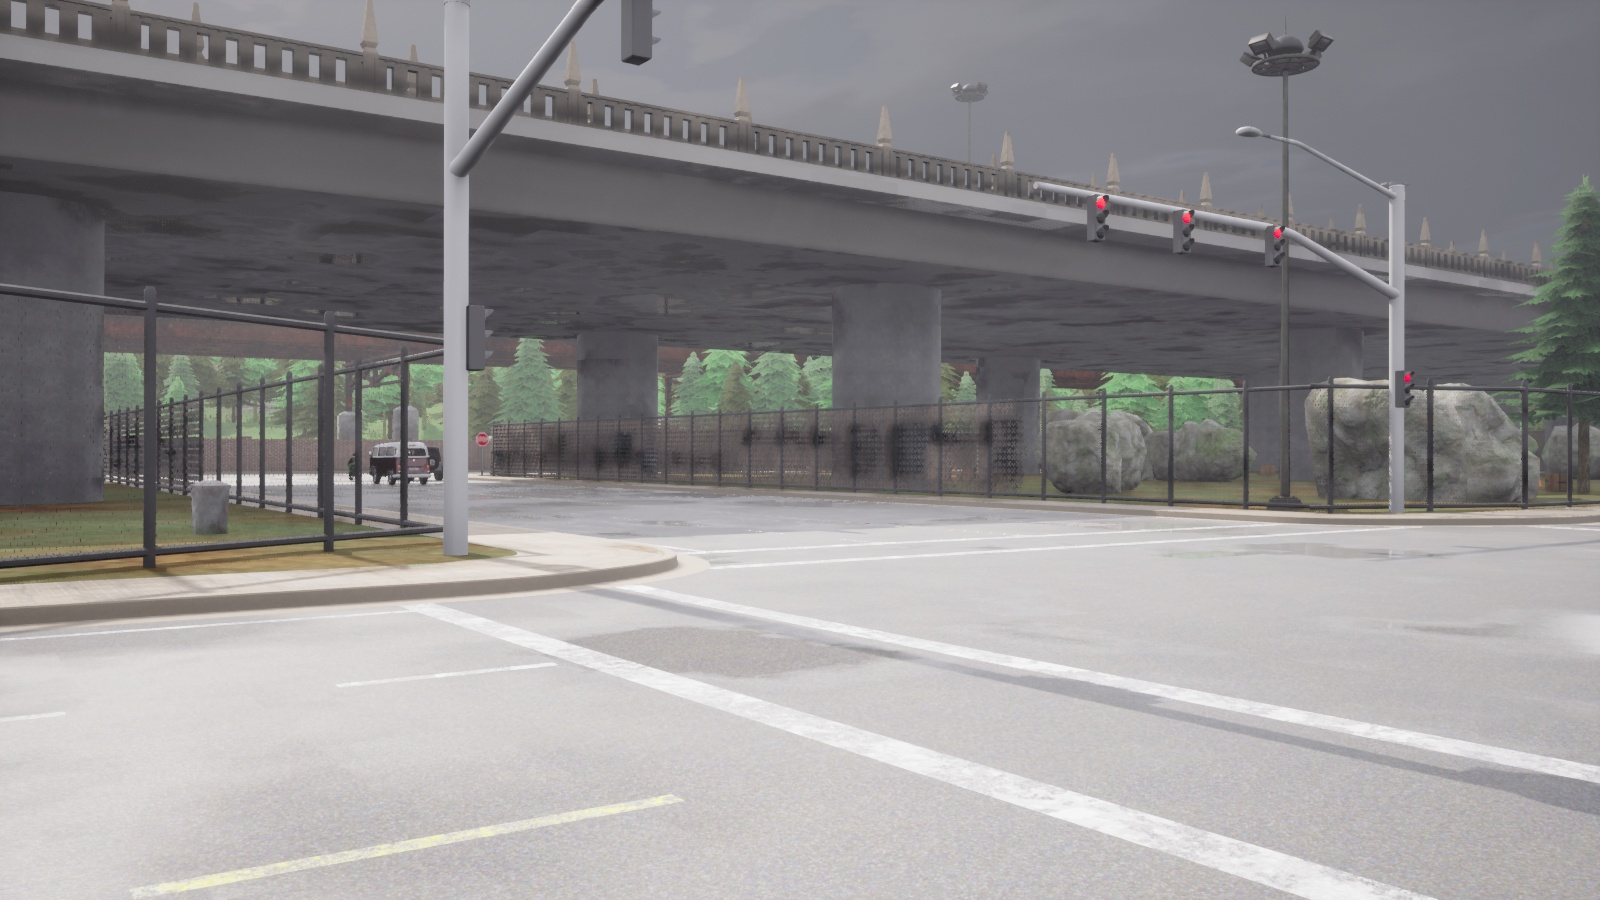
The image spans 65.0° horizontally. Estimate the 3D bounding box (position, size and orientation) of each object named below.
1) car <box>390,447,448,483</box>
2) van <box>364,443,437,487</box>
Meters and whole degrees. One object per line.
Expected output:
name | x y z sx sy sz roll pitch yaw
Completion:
car | -20.874 0.809 68.727 1.905 1.878 3.866 0 0 -35
van | -19.196 0.712 60.221 2.069 2.038 4.480 0 0 -35
